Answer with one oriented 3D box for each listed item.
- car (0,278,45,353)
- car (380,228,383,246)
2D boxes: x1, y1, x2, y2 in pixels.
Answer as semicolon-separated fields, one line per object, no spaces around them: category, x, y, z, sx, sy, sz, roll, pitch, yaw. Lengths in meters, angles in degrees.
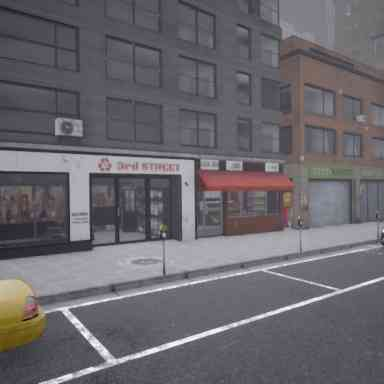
car;-4.275;1.526;3.614;4.829;1.417;1.752;0;-1;-36
car;9.306;1.438;13.307;4.097;1.590;1.967;0;-1;-36
